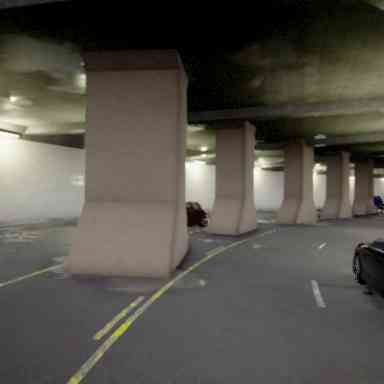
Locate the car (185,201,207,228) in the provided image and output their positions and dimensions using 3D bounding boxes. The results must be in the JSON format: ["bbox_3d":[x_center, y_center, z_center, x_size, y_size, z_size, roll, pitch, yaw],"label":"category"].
[{"bbox_3d":[-0.981,1.346,20.036,2.097,1.767,4.553,1,0,32],"label":"car"}]

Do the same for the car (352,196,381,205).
[{"bbox_3d":[27.561,1.613,52.199,5.566,2.045,2.150,1,0,-30],"label":"car"}]

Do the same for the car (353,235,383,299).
[{"bbox_3d":[4.683,1.558,6.731,2.128,1.511,4.902,1,0,14],"label":"car"}]

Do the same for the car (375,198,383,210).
[{"bbox_3d":[29.968,1.954,49.514,4.674,1.442,1.812,1,0,-29],"label":"car"}]
